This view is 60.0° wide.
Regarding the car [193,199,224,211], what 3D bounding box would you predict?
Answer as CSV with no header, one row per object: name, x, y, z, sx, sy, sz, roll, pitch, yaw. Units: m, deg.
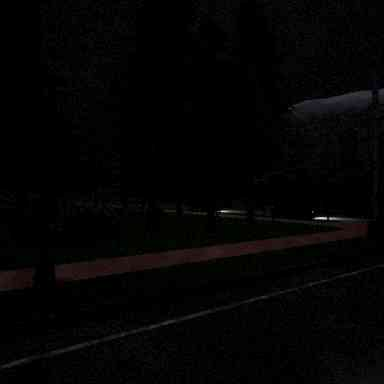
car,1.965,1.550,40.434,1.994,1.385,4.181,0,0,-37

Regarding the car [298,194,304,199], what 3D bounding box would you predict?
car,14.947,1.162,44.024,3.866,1.878,1.905,0,0,-37

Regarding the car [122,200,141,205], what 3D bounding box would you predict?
car,-10.015,1.550,55.888,1.994,1.385,4.181,0,0,-41

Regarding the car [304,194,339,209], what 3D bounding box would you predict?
car,16.764,1.160,42.243,4.605,1.855,1.932,0,0,-37

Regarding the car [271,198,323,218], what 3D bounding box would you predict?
car,9.329,1.550,30.563,1.994,1.385,4.181,0,0,-37
